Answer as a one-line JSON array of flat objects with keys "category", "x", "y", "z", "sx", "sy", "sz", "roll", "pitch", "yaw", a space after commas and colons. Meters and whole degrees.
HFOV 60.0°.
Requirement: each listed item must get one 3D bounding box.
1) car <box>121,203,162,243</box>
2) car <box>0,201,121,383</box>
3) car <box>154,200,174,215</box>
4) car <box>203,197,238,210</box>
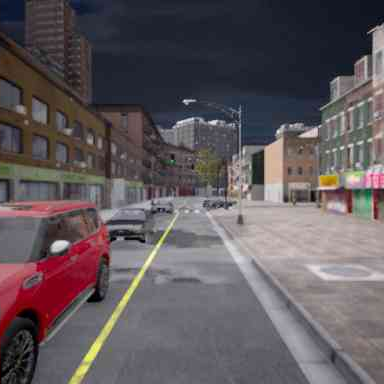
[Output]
[{"category": "car", "x": -2.839, "y": 1.485, "z": 15.886, "sx": 2.033, "sy": 1.411, "sz": 5.357, "roll": 0, "pitch": 0, "yaw": 0}, {"category": "car", "x": -2.848, "y": 1.201, "z": 5.231, "sx": 2.150, "sy": 2.045, "sz": 5.566, "roll": 0, "pitch": 0, "yaw": 0}, {"category": "car", "x": -2.754, "y": 1.442, "z": 31.903, "sx": 1.994, "sy": 1.385, "sz": 4.181, "roll": 0, "pitch": 0, "yaw": 0}, {"category": "car", "x": 3.435, "y": 1.330, "z": 39.704, "sx": 4.902, "sy": 1.511, "sz": 2.128, "roll": -1, "pitch": 0, "yaw": -43}]
